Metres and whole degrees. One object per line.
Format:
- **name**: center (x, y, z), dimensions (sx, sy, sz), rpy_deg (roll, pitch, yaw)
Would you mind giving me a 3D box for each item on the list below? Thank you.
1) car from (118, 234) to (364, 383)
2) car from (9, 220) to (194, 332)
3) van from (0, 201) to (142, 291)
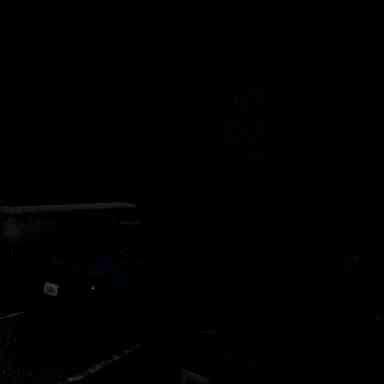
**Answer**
- **car**: center (1.416, 1.519, 5.325), dimensions (2.163, 1.488, 4.792), rpy_deg (0, 0, 35)
- **car**: center (-0.792, 1.526, 6.970), dimensions (2.163, 1.488, 4.792), rpy_deg (0, 0, 35)
- **van**: center (-2.984, 1.278, 8.638), dimensions (1.878, 1.987, 4.442), rpy_deg (0, 0, 35)
